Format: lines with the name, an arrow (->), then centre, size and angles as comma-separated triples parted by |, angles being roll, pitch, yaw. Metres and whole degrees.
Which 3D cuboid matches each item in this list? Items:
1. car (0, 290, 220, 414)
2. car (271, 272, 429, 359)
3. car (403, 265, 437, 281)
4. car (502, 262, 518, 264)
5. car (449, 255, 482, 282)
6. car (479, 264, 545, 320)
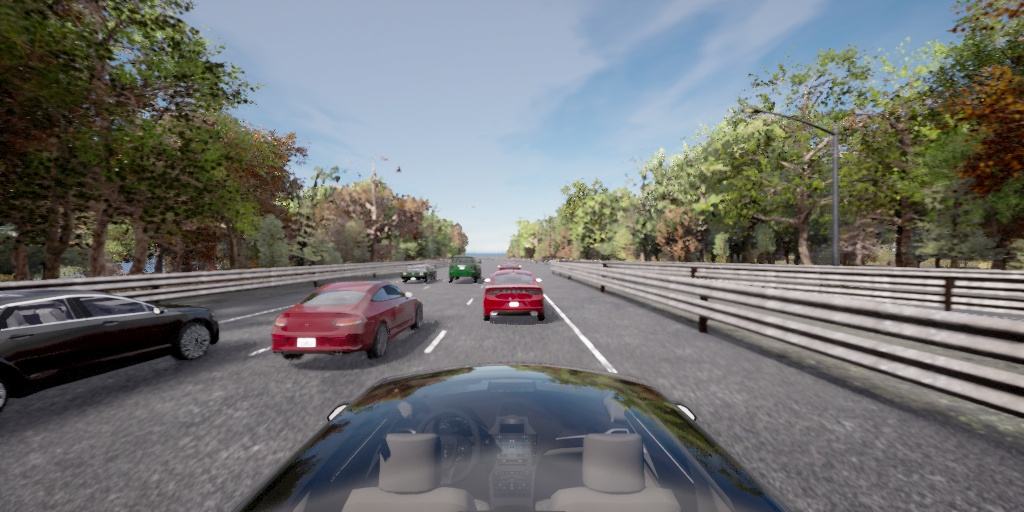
car -> -6.916, 1.242, 5.354 | 2.128, 1.511, 4.902 | 0, 0, 0
car -> -3.427, 1.274, 8.264 | 1.812, 1.442, 4.674 | 0, 0, 0
car -> -7.154, 1.352, 28.097 | 1.895, 1.301, 4.718 | 0, 0, -1
car -> -0.209, 1.228, 30.907 | 1.882, 1.535, 5.008 | 0, 0, -1
car -> -3.664, 0.972, 28.649 | 2.150, 2.045, 5.566 | 0, 0, -1
car -> 0.044, 1.224, 12.682 | 1.882, 1.535, 5.008 | 0, 0, 0
